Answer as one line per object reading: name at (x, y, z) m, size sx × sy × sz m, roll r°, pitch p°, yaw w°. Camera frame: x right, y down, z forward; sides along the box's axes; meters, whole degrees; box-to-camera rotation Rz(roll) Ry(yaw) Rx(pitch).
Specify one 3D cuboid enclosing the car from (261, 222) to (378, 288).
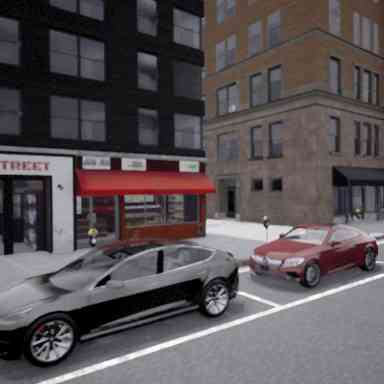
car at (3.399, 1.504, 8.957) m, size 4.206 × 1.307 × 1.802 m, roll -1°, pitch 0°, yaw -35°

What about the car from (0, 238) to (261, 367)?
car at (-1.082, 1.543, 5.765) m, size 4.313 × 1.339 × 1.947 m, roll -1°, pitch 0°, yaw -35°
